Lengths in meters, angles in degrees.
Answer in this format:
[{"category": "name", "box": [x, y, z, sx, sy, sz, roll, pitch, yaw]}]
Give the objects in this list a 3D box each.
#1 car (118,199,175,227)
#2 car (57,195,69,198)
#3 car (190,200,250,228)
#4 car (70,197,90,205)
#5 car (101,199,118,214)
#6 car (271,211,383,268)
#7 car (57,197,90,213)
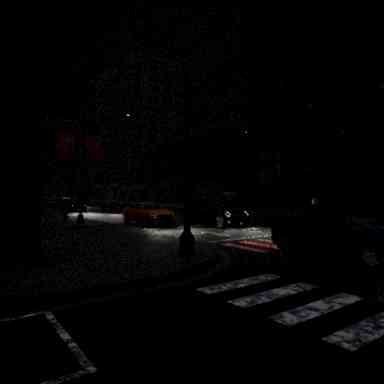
[{"category": "car", "box": [-3.047, 1.450, 22.892, 1.882, 1.535, 5.008, 0, 0, -36]}, {"category": "car", "box": [-18.280, 1.487, 49.773, 1.994, 1.385, 4.181, 0, 0, -35]}, {"category": "car", "box": [1.679, 1.326, 21.882, 2.097, 1.767, 4.553, 0, 0, -36]}, {"category": "car", "box": [-19.053, 1.509, 56.598, 1.895, 1.301, 4.718, 0, 0, -36]}, {"category": "car", "box": [-8.210, 1.473, 35.638, 1.812, 1.442, 4.674, 0, 0, -36]}, {"category": "car", "box": [5.063, 1.472, 11.622, 1.882, 1.535, 5.008, 0, 0, -36]}, {"category": "car", "box": [-13.210, 1.547, 37.029, 1.895, 1.301, 4.718, 0, 0, -36]}]
